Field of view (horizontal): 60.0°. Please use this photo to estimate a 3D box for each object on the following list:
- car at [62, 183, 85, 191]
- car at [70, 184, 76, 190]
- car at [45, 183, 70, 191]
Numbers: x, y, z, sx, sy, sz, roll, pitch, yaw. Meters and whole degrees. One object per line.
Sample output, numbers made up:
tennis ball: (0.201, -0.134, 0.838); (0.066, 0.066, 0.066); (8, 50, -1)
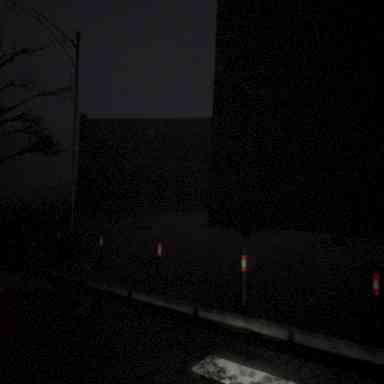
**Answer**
car: (-27.028, -1.158, 75.992); (4.674, 1.452, 2.002); (3, 3, 23)
car: (-28.106, -1.139, 73.455); (5.008, 1.535, 2.097); (3, 2, 23)
car: (-29.142, -1.207, 70.892); (4.553, 1.767, 2.185); (3, 2, 23)
